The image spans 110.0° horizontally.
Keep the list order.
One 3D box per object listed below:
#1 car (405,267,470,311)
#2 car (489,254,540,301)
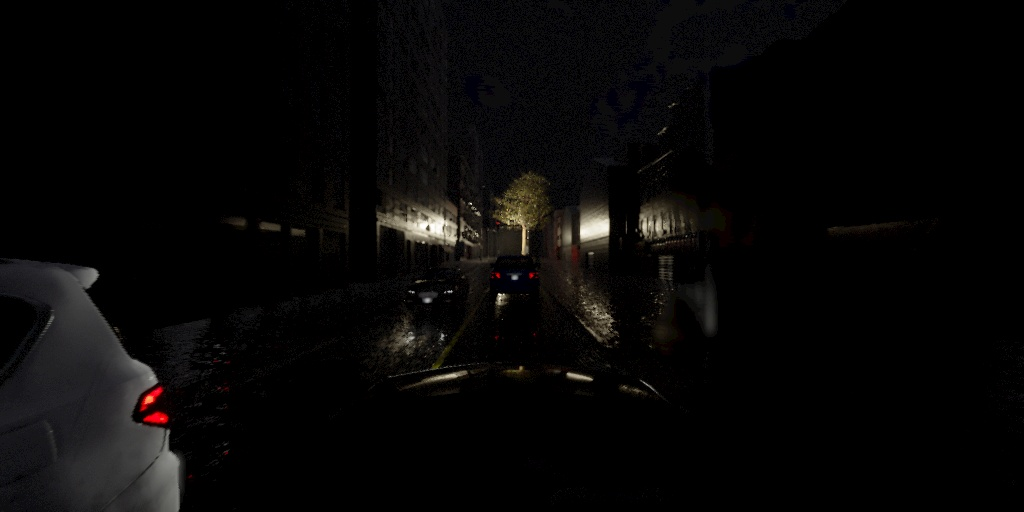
[{"bbox_3d":[-2.843,1.217,14.506,2.128,1.511,4.902,0,0,0],"label":"car"},{"bbox_3d":[0.107,0.928,17.189,2.150,2.045,5.566,0,1,0],"label":"car"}]
